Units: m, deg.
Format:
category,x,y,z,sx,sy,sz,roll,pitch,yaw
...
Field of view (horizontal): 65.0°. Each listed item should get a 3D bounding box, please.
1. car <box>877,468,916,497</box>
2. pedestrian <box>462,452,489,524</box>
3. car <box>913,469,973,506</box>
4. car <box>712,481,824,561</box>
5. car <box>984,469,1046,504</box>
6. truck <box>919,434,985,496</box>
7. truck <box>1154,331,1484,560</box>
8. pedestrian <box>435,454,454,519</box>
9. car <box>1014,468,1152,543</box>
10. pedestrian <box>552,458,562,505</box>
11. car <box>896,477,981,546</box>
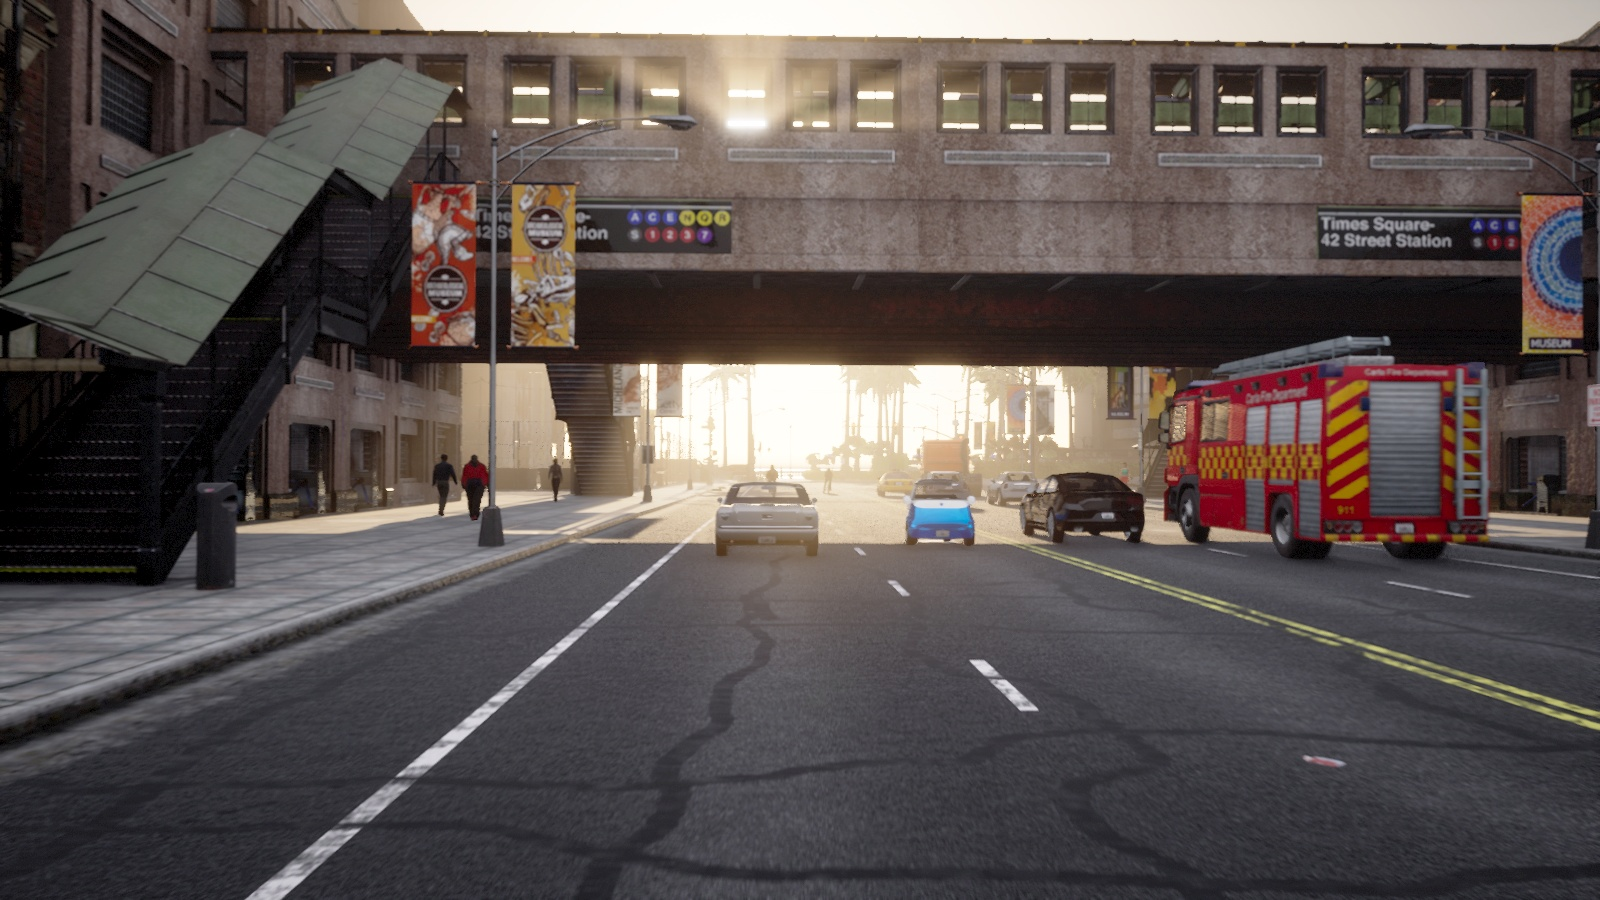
category,x,y,z,sx,sy,sz,roll,pitch,yaw
car,5.460,1.796,71.477,1.801,1.575,5.366,0,-1,0
pedestrian,-8.445,0.988,32.711,0.634,1.844,0.899,0,-1,-12
car,5.913,1.534,52.277,1.970,1.475,3.806,0,-1,-1
car,-0.597,1.269,23.786,1.895,1.301,4.718,0,-1,-1
car,9.356,1.561,54.952,1.970,1.475,3.806,0,-1,-1
truck,8.893,0.902,74.257,2.891,3.462,7.936,0,-1,0
truck,9.880,-0.014,25.255,2.891,3.827,8.468,0,-1,-2
pedestrian,-10.179,1.042,35.957,0.370,1.835,0.726,0,-1,-2
car,6.305,1.191,28.577,1.882,1.535,5.008,0,-1,-2
pedestrian,-9.752,1.256,50.381,0.331,1.846,0.634,0,-1,-6
car,2.850,1.246,26.206,1.481,1.376,2.207,0,-1,-1
